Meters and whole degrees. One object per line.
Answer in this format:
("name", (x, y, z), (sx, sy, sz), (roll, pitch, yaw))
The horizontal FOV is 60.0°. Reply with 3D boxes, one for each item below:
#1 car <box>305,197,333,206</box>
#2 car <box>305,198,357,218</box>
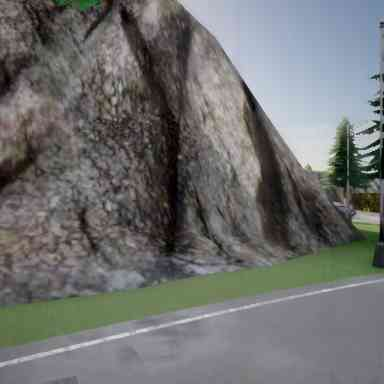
("car", (21.292, 1.600, 55.680), (4.718, 1.301, 1.895), (0, 0, -29))
("car", (12.573, 1.526, 30.184), (1.812, 1.442, 4.674), (0, 0, -25))
